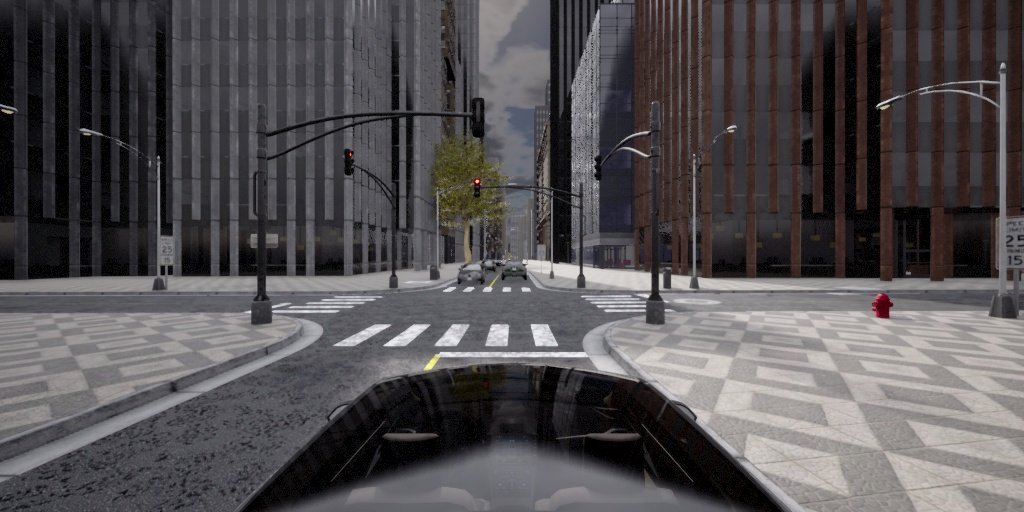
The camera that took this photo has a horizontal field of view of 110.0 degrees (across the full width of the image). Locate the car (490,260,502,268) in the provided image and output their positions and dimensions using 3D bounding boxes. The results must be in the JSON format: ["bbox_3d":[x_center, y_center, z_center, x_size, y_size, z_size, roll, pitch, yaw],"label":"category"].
[{"bbox_3d":[-2.790,1.385,63.435,1.895,1.301,4.718,0,0,0],"label":"car"}]

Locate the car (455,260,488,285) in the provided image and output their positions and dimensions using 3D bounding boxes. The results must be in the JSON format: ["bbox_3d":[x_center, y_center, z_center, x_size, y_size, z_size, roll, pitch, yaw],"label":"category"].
[{"bbox_3d":[-2.929,1.277,26.344,1.812,1.442,4.674,0,0,-2],"label":"car"}]

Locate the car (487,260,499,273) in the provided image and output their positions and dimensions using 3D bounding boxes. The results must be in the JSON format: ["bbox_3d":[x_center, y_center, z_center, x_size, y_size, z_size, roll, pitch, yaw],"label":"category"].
[{"bbox_3d":[-2.953,1.230,44.065,1.882,1.535,5.008,0,0,0],"label":"car"}]

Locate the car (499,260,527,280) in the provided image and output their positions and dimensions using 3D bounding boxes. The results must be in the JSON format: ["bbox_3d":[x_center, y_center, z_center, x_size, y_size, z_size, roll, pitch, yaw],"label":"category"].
[{"bbox_3d":[0.200,1.104,31.868,2.097,1.767,4.553,0,0,0],"label":"car"}]
